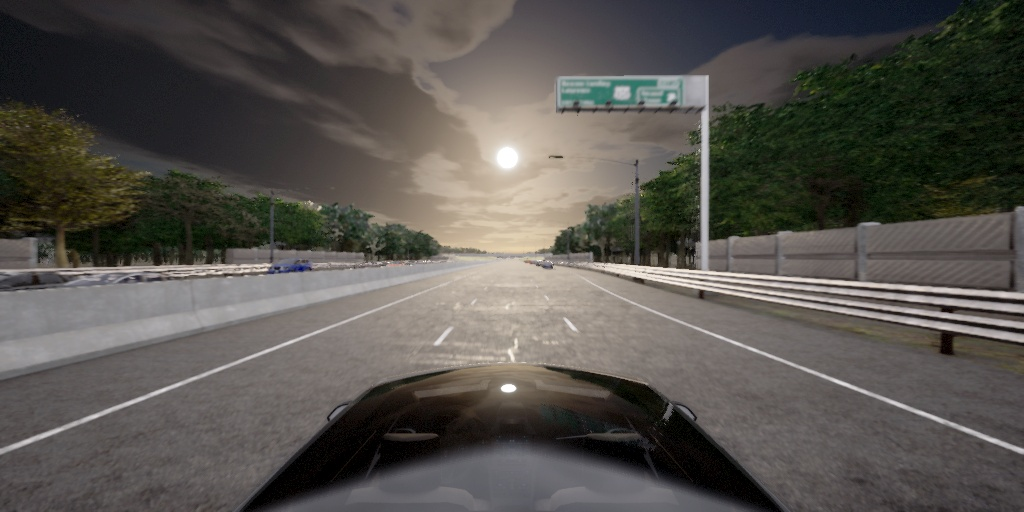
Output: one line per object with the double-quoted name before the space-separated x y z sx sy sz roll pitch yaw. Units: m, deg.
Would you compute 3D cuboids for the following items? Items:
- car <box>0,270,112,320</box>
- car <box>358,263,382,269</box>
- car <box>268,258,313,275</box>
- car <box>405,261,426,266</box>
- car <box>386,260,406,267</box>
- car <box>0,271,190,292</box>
"car" -17.594 1.329 12.489 1.837 1.490 4.892 0 0 0
"car" -21.013 1.715 53.139 1.895 1.301 4.718 0 0 1
"car" -23.833 1.232 38.844 2.150 2.045 5.566 0 0 -3
"car" -14.028 1.614 54.315 2.128 1.511 4.902 0 0 1
"car" -17.528 1.476 54.398 2.097 1.767 4.553 0 0 1
"car" -14.094 1.318 12.792 2.128 1.511 4.902 0 0 0
